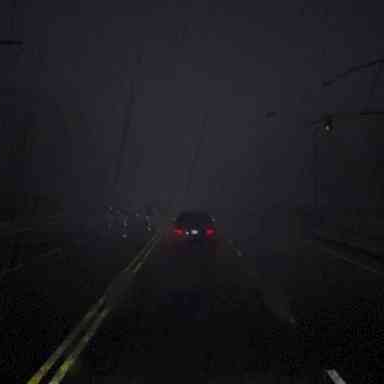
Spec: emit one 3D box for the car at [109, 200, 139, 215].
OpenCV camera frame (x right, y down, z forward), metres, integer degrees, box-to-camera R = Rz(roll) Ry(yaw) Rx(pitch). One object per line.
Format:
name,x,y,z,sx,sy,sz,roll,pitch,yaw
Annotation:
car,-7.118,1.662,34.362,1.895,1.301,4.718,0,0,0

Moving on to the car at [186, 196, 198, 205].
car,-0.049,1.460,61.855,2.097,1.767,4.553,0,0,0

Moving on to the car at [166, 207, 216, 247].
car,0.089,1.574,15.140,2.033,1.411,5.357,0,0,0

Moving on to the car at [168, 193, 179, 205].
car,-3.549,1.243,62.023,2.150,2.045,5.566,0,0,0

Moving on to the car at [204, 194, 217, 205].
car,3.451,1.328,61.918,2.150,2.045,5.566,0,0,0

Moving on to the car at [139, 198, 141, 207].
car,-7.099,1.594,50.143,1.837,1.490,4.892,0,0,0

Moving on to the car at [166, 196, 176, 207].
car,-3.619,1.607,45.737,1.812,1.442,4.674,0,0,0

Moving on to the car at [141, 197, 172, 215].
car,-3.618,1.552,34.562,2.128,1.511,4.902,0,0,0
